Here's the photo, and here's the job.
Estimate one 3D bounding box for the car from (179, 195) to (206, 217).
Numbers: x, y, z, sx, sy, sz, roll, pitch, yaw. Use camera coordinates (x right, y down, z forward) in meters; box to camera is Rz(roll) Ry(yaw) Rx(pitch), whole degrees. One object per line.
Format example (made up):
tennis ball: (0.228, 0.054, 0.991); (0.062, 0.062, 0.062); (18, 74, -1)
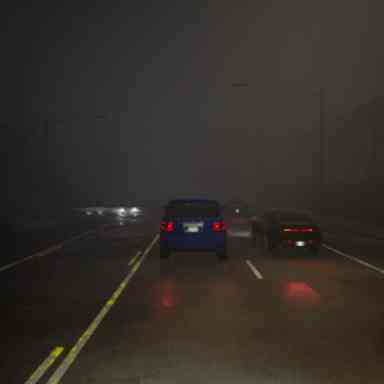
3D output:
car: (0.072, 1.132, 28.450); (2.128, 1.511, 4.902); (0, 1, 0)

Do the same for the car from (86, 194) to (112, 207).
car: (-10.605, 0.949, 38.373); (2.033, 1.411, 5.357); (0, 1, 0)

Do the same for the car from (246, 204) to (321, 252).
car: (3.570, 1.411, 13.338); (1.837, 1.490, 4.892); (0, 1, 0)

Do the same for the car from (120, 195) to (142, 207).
car: (-7.098, 0.990, 38.888); (1.895, 1.301, 4.718); (0, 1, 0)

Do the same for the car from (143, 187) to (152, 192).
car: (-10.493, -0.468, 79.267); (1.837, 1.490, 4.892); (0, 1, 0)

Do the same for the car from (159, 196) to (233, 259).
car: (0.065, 1.140, 12.435); (2.150, 2.045, 5.566); (0, 1, 1)

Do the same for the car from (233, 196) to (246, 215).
car: (3.573, 1.145, 28.497); (1.837, 1.490, 4.892); (0, 2, 0)
